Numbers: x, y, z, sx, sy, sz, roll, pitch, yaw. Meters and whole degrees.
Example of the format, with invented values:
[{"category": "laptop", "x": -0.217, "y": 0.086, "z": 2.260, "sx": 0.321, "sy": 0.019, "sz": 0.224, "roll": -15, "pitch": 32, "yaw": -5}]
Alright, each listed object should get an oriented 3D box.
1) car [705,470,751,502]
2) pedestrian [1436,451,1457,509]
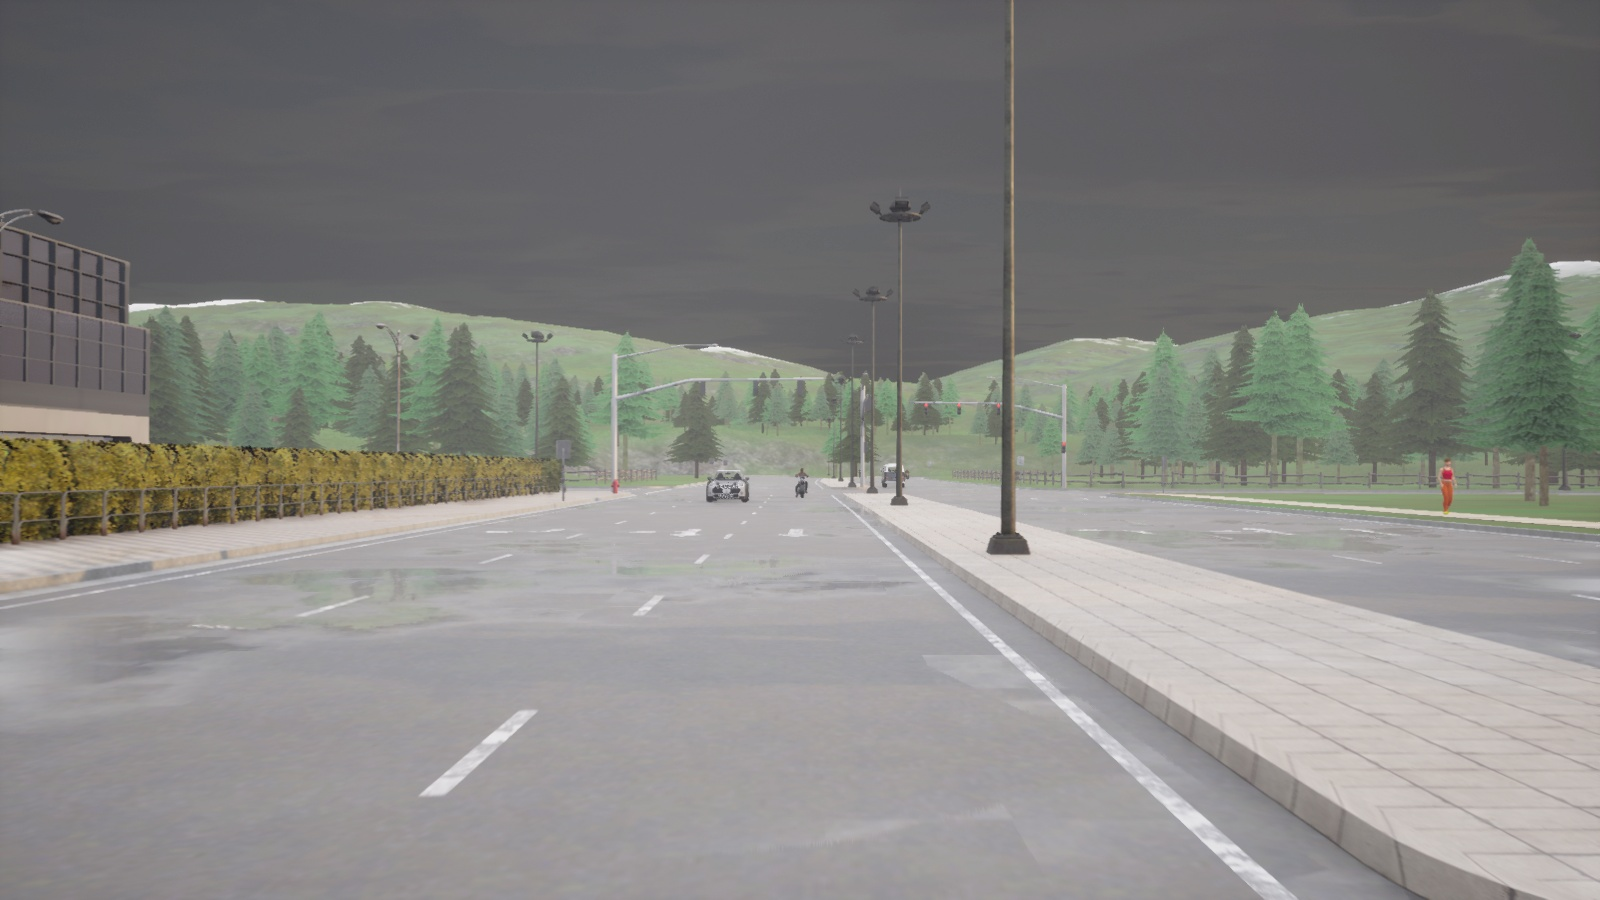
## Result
[{"category": "car", "x": -3.340, "y": 1.670, "z": 59.053, "sx": 1.970, "sy": 1.475, "sz": 3.806, "roll": 0, "pitch": -1, "yaw": 0}, {"category": "pedestrian", "x": 20.634, "y": 0.967, "z": 40.069, "sx": 0.345, "sy": 1.836, "sz": 0.594, "roll": 0, "pitch": -1, "yaw": 2}]
